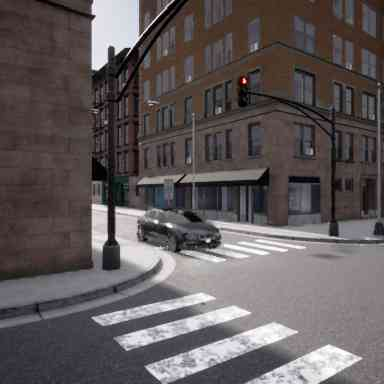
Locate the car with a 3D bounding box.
[{"bbox_3d":[-0.709,1.441,13.719,1.837,1.490,4.892,0,0,-32],"label":"car"}]
